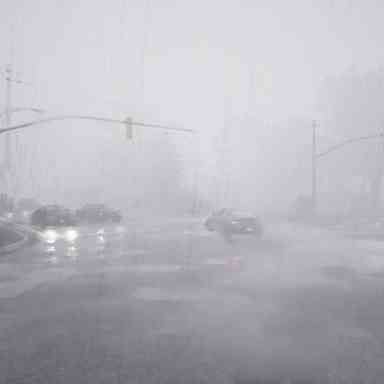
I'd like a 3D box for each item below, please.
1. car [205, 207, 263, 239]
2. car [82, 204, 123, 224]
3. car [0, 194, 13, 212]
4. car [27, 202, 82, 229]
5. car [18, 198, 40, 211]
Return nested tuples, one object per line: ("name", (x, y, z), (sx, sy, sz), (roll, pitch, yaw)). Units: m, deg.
("car", (2.122, 1.525, 17.320), (1.812, 1.442, 4.674), (1, 0, -12))
("car", (-6.969, 1.599, 24.836), (1.895, 1.301, 4.718), (0, 0, -38))
("car", (-22.570, 1.248, 38.845), (2.150, 2.045, 5.566), (0, 0, -39))
("car", (-9.099, 1.561, 21.843), (1.994, 1.385, 4.181), (0, 0, -37))
("car", (-20.546, 1.535, 41.919), (1.837, 1.490, 4.892), (0, 0, -39))
